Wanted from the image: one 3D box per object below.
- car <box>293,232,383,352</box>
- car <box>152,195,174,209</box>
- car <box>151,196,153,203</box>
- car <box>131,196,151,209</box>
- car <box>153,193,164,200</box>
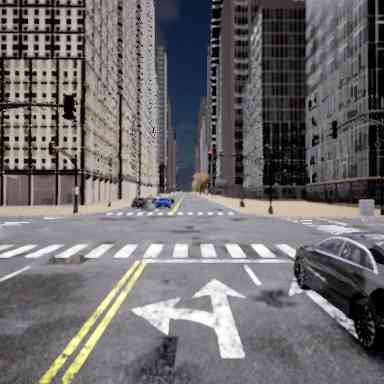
[{"bbox_3d":[3.351,1.491,6.156,2.128,1.511,4.902,0,0,0],"label":"car"},{"bbox_3d":[-3.934,1.451,45.741,1.882,1.535,5.008,0,0,-1],"label":"car"},{"bbox_3d":[-7.400,1.446,61.273,2.128,1.511,4.902,0,0,0],"label":"car"},{"bbox_3d":[-7.181,1.476,45.564,1.837,1.490,4.892,0,0,-1],"label":"car"},{"bbox_3d":[-7.624,1.074,76.414,2.128,1.511,4.902,0,0,-1],"label":"car"}]
